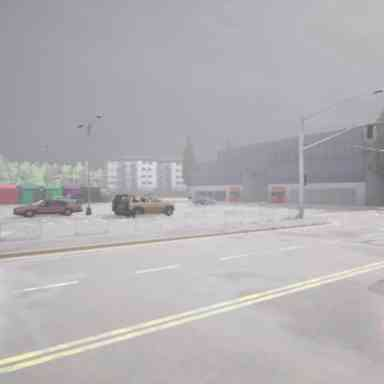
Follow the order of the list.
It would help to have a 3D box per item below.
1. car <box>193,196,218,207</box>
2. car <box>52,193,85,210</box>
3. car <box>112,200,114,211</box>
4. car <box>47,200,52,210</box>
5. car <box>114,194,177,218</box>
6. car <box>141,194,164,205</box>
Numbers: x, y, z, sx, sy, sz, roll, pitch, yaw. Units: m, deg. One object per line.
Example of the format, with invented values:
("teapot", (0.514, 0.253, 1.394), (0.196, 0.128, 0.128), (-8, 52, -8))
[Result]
("car", (2.051, 1.378, 50.514), (2.128, 1.511, 4.902), (0, 0, -34))
("car", (-16.584, 1.109, 45.558), (3.866, 1.878, 1.905), (0, 0, -35))
("car", (-5.211, 1.109, 29.566), (3.866, 1.878, 1.905), (0, 0, -35))
("car", (-18.248, 1.348, 47.928), (3.806, 1.475, 1.970), (0, 0, -35))
("car", (-3.582, 1.107, 27.173), (4.605, 1.855, 1.932), (0, 0, -35))
("car", (-6.918, 1.249, 57.655), (2.097, 1.767, 4.553), (0, 0, -33))
